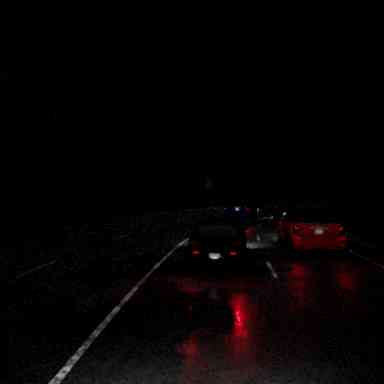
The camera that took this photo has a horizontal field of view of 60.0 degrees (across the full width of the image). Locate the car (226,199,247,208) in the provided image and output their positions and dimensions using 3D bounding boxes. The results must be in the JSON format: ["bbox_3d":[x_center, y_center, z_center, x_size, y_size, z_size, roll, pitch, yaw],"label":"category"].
[{"bbox_3d":[7.413,1.868,55.076,1.812,1.442,4.674,0,0,28],"label":"car"}]

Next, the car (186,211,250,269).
[{"bbox_3d":[0.930,1.598,11.444,1.812,1.442,4.674,0,0,8],"label":"car"}]

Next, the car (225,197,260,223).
[{"bbox_3d":[4.166,1.405,27.831,2.150,2.045,5.566,0,0,16],"label":"car"}]

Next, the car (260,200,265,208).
[{"bbox_3d":[10.200,1.893,53.018,2.033,1.411,5.357,0,0,28],"label":"car"}]

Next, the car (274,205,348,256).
[{"bbox_3d":[4.838,1.450,13.932,2.097,1.767,4.553,0,0,8],"label":"car"}]
